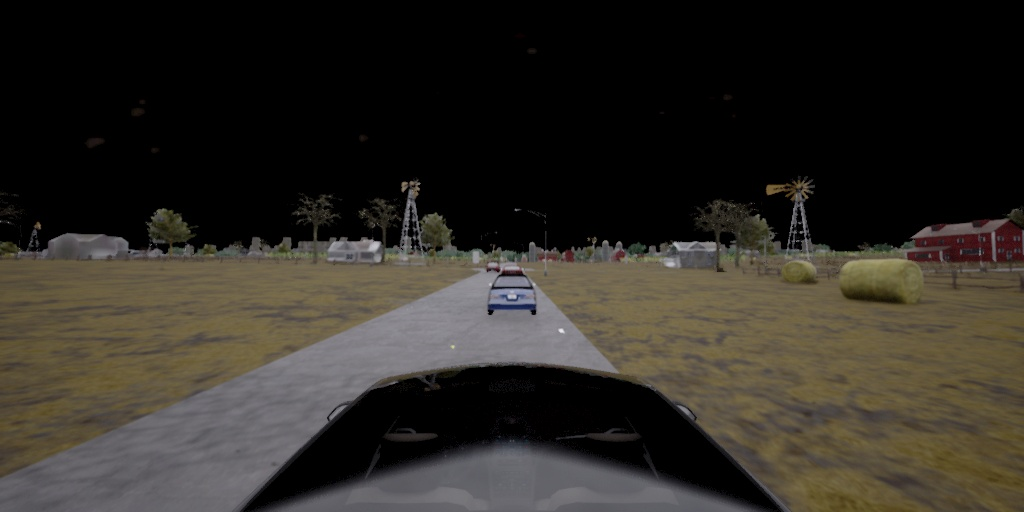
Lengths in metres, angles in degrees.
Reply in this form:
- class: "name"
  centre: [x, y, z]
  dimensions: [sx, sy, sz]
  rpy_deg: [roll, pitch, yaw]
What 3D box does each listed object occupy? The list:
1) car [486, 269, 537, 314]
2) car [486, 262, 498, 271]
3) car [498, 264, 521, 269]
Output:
- class: "car"
  centre: [0.009, 1.423, 14.423]
  dimensions: [2.033, 1.411, 5.357]
  rpy_deg: [0, -1, 0]
- class: "car"
  centre: [-2.776, 1.662, 52.694]
  dimensions: [1.882, 1.535, 5.008]
  rpy_deg: [0, -1, 1]
- class: "car"
  centre: [0.027, 1.497, 31.123]
  dimensions: [1.882, 1.535, 5.008]
  rpy_deg: [0, 0, 0]
